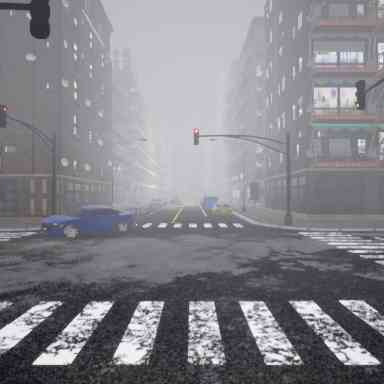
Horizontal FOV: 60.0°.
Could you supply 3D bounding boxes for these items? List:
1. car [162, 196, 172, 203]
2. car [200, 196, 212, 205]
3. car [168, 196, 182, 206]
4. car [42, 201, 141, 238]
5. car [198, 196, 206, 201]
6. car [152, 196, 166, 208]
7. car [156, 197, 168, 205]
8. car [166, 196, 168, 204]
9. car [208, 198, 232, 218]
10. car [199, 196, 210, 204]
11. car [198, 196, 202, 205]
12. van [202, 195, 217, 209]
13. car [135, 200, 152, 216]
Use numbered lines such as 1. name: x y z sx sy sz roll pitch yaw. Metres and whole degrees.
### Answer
1. car: -5.420 1.612 72.301 2.008 1.369 4.403 1 0 0
2. car: 2.479 1.485 61.053 1.967 1.590 4.097 1 0 0
3. car: -2.839 1.443 56.851 1.837 1.490 4.892 0 0 0
4. car: -5.431 1.495 17.902 1.882 1.535 5.008 3 2 41
5. car: 2.443 1.626 83.677 1.887 1.381 4.507 1 0 0
6. car: -5.385 1.613 49.670 1.802 1.307 4.206 1 0 0
7. car: -5.402 1.627 60.985 1.802 1.307 4.206 1 0 0
8. car: -5.392 1.563 55.157 1.752 1.417 4.829 1 0 0
9. car: 2.656 1.537 30.253 1.752 1.417 4.829 1 0 0
10. car: 2.469 1.604 66.709 2.008 1.369 4.403 1 0 0
11. car: 2.499 1.346 49.740 2.192 1.841 5.009 1 0 0
12. van: 2.540 1.366 44.087 1.690 1.788 3.998 1 0 0
13. car: -5.487 1.565 32.696 2.008 1.369 4.403 1 0 0
